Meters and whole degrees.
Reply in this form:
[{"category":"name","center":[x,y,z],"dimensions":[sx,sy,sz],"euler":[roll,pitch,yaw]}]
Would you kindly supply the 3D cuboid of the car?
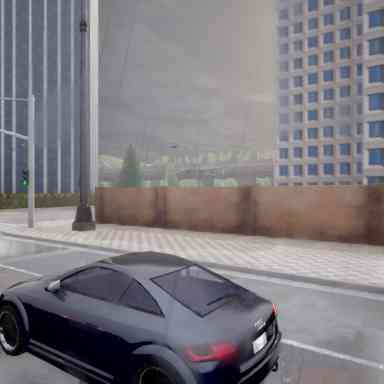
[{"category":"car","center":[-0.930,1.564,4.665],"dimensions":[4.181,1.385,1.994],"euler":[0,0,35]}]
